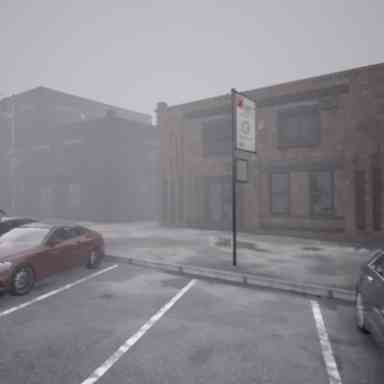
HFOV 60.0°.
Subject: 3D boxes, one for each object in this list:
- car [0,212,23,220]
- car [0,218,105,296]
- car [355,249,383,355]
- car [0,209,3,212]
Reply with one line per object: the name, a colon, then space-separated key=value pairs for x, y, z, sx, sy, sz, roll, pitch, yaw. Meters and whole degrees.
car: x=-6.560 y=1.575 z=10.752 sx=2.163 sy=1.488 sz=4.792 roll=0 pitch=-1 yaw=16
car: x=-4.112 y=1.570 z=9.033 sx=2.002 sy=1.452 sz=4.674 roll=0 pitch=-1 yaw=16
car: x=3.213 y=1.484 z=3.802 sx=2.231 sy=1.521 sz=4.892 roll=0 pitch=-1 yaw=16
car: x=-8.979 y=1.439 z=12.562 sx=2.185 sy=1.767 sz=4.553 roll=0 pitch=-1 yaw=16
